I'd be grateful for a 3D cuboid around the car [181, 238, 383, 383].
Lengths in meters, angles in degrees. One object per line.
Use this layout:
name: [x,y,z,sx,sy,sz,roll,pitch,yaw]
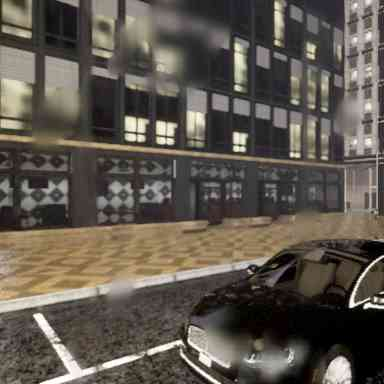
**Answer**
car: [2.115,1.514,4.882,4.892,1.490,1.837,0,0,-36]
